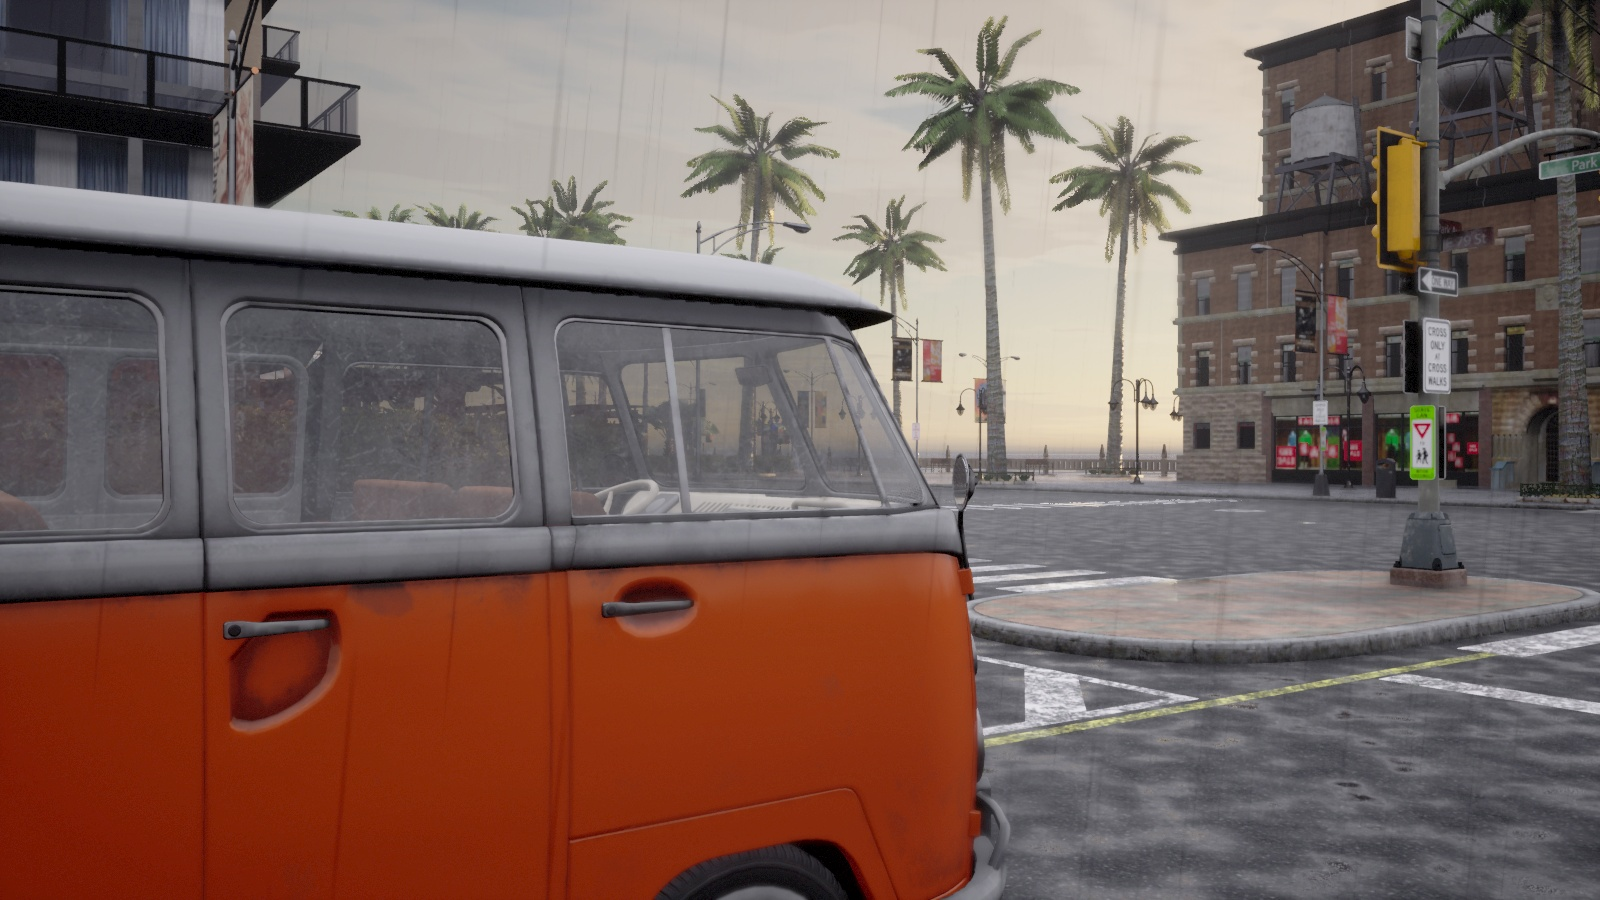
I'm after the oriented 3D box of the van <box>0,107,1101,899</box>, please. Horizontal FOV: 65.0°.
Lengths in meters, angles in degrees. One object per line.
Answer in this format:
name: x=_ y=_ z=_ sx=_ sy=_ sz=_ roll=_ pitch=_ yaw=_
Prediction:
van: x=-1.588 y=0.507 z=2.554 sx=4.442 sy=1.987 sz=1.775 roll=0 pitch=0 yaw=-35
